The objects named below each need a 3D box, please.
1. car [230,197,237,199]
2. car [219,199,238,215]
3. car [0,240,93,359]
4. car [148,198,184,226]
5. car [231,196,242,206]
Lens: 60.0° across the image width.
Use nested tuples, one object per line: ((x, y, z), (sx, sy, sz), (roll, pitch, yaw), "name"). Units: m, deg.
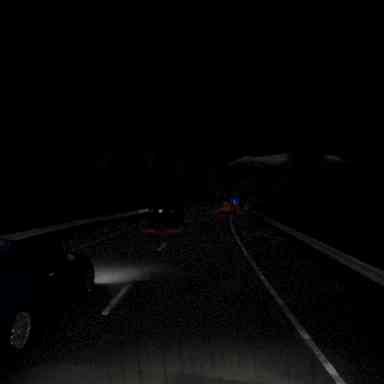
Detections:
((6.095, 2.122, 57.370), (2.128, 1.511, 4.902), (0, -1, 13), "car")
((4.416, 1.929, 40.977), (1.882, 1.535, 5.008), (0, -1, 9), "car")
((-3.262, 1.588, 5.961), (1.812, 1.442, 4.674), (0, -1, 1), "car")
((-1.998, 1.509, 26.632), (2.150, 2.045, 5.566), (0, -1, 6), "car")
((9.320, 1.885, 70.771), (2.150, 2.045, 5.566), (0, -1, 15), "car")
